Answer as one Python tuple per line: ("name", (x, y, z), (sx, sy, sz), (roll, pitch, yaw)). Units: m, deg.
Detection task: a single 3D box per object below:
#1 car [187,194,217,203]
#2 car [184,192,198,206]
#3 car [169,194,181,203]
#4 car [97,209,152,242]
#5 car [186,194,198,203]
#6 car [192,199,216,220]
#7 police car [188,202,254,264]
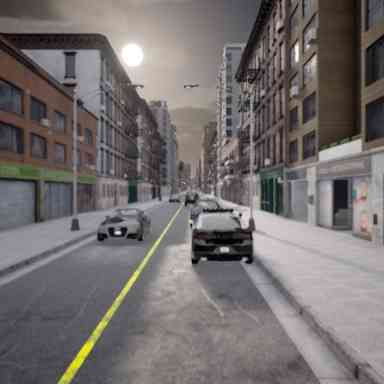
("car", (0.913, 1.253, 21.632), (2.097, 1.767, 4.553), (0, 0, 0))
("car", (0.032, 0.983, 48.660), (2.150, 2.045, 5.566), (0, 0, 0))
("car", (-3.020, 1.181, 58.488), (1.882, 1.535, 5.008), (0, 0, 1))
("car", (-3.090, 1.493, 15.801), (1.994, 1.385, 4.181), (0, 0, 0))
("car", (0.039, 1.163, 63.399), (2.128, 1.511, 4.902), (0, 0, 0))
("car", (0.918, 1.400, 27.662), (1.812, 1.442, 4.674), (0, 0, 0))
("police car", (0.908, 1.373, 11.772), (1.930, 1.638, 5.238), (0, 0, 0))
